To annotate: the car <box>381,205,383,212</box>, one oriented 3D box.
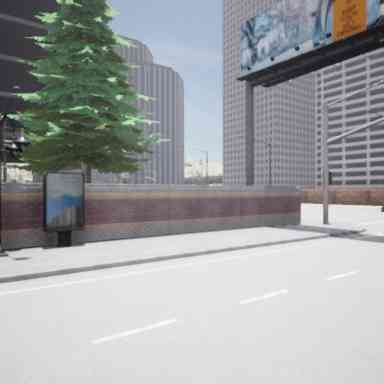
[{"bbox_3d":[20.017,1.449,30.626,1.837,1.490,4.892,2,-1,-29],"label":"car"}]
